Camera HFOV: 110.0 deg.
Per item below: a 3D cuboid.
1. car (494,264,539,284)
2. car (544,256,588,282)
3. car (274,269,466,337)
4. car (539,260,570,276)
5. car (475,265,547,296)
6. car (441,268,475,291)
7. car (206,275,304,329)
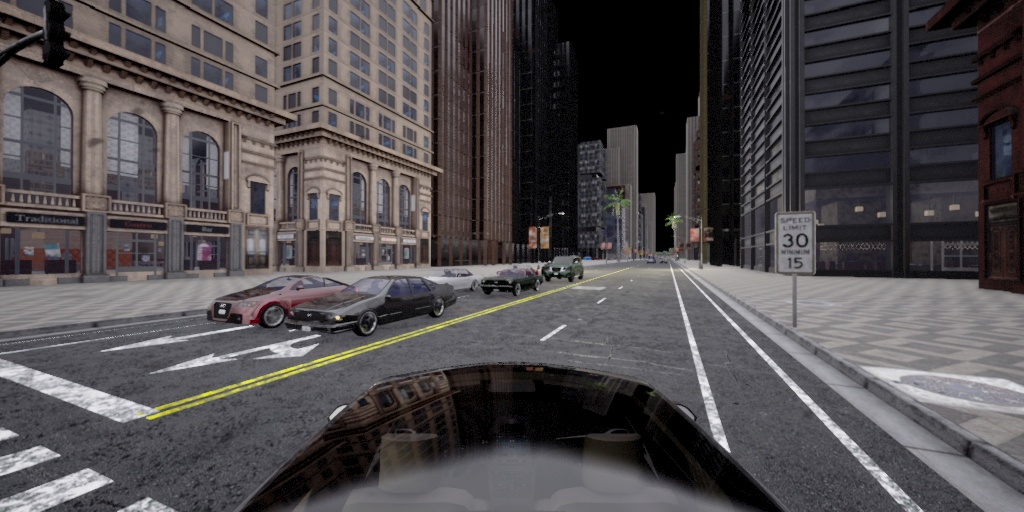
[{"bbox_3d":[0.495,1.359,28.602,1.895,1.301,4.718,0,0,24],"label":"car"},{"bbox_3d":[4.377,0.981,29.369,2.150,2.045,5.566,0,0,23],"label":"car"},{"bbox_3d":[-3.721,1.298,10.770,2.033,1.411,5.357,0,0,24],"label":"car"},{"bbox_3d":[4.602,1.243,37.945,1.882,1.535,5.008,0,0,24],"label":"car"},{"bbox_3d":[0.105,1.354,19.562,1.895,1.301,4.718,0,0,24],"label":"car"},{"bbox_3d":[-3.481,1.354,19.468,1.895,1.301,4.718,0,0,24],"label":"car"},{"bbox_3d":[-6.972,1.315,11.433,1.994,1.385,4.181,0,0,24],"label":"car"}]
